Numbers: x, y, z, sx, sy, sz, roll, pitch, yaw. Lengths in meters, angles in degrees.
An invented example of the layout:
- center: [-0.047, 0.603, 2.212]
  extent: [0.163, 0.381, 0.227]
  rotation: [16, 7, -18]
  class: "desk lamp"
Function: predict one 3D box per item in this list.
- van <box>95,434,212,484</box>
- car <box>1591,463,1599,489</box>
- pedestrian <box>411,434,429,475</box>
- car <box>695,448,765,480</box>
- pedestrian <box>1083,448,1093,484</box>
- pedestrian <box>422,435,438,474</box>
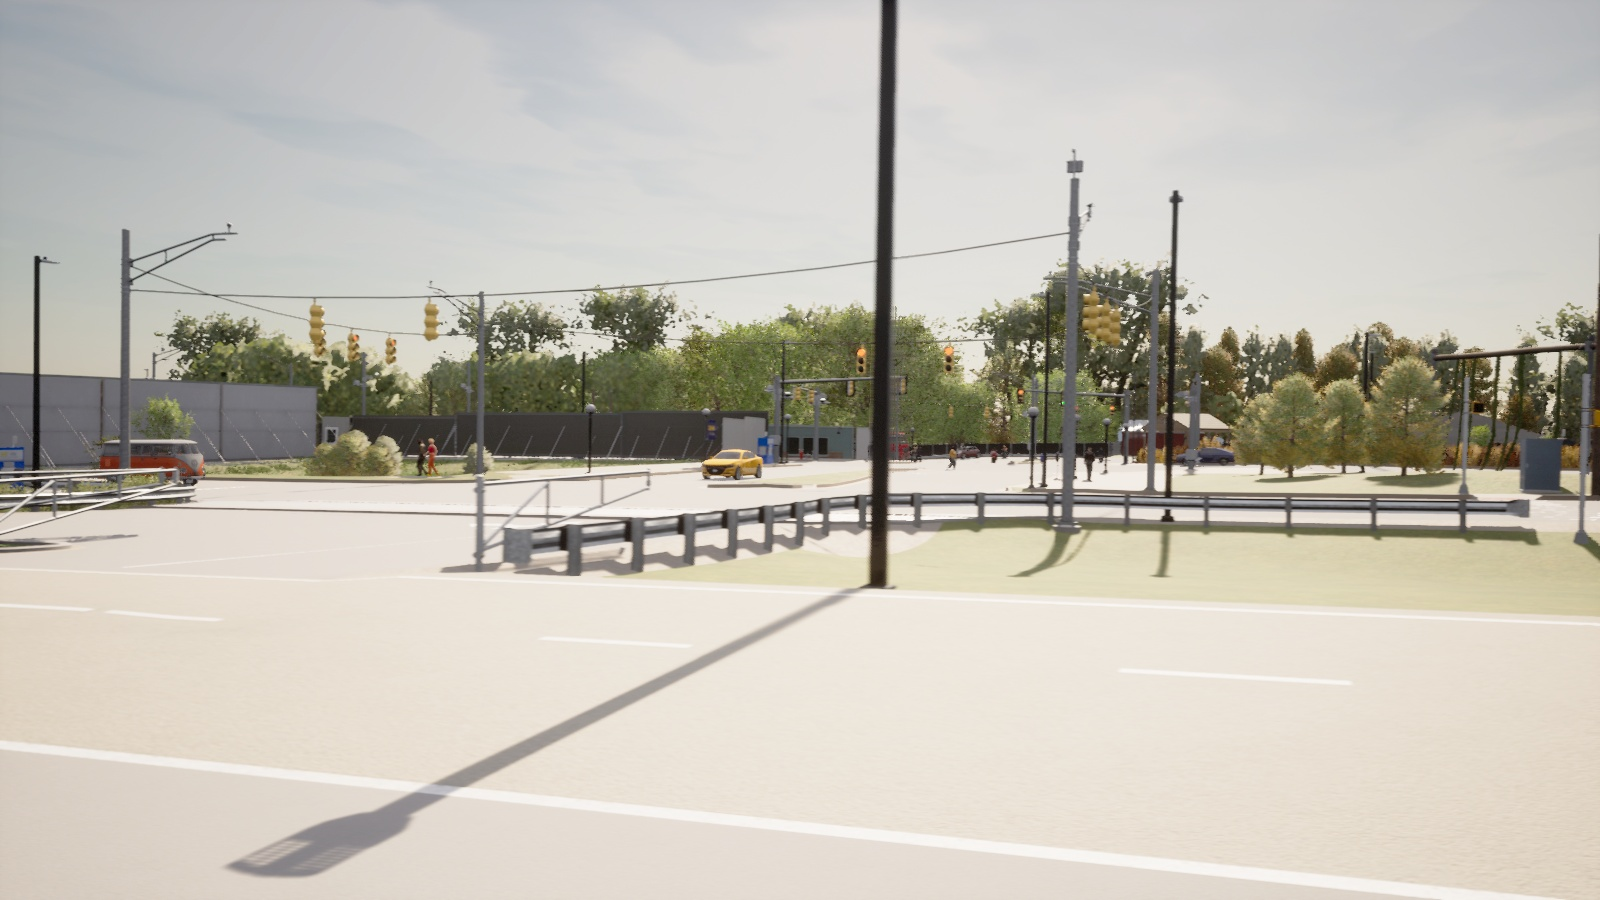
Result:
- center: [-27.011, 0.354, 52.477]
  extent: [4.442, 1.987, 1.775]
  rotation: [1, 1, 18]
  class: "van"
- center: [45.290, 1.475, 67.760]
  extent: [1.812, 1.442, 4.674]
  rotation: [1, 0, -7]
  class: "car"
- center: [-18.109, 0.190, 59.831]
  extent: [0.692, 1.930, 0.396]
  rotation: [2, 1, 7]
  class: "pedestrian"
- center: [-3.549, 0.706, 64.772]
  extent: [1.882, 1.535, 5.008]
  rotation: [1, 1, 18]
  class: "car"
- center: [15.564, 0.855, 67.846]
  extent: [0.402, 1.930, 0.666]
  rotation: [2, 1, 19]
  class: "pedestrian"
- center: [-17.473, 0.213, 59.265]
  extent: [0.594, 1.836, 0.345]
  rotation: [0, 2, -36]
  class: "pedestrian"
